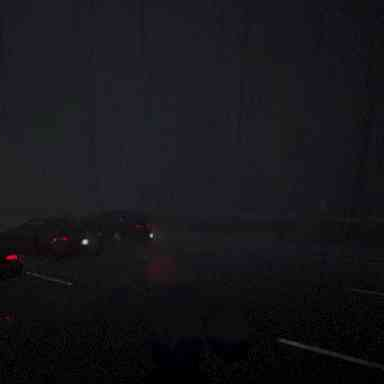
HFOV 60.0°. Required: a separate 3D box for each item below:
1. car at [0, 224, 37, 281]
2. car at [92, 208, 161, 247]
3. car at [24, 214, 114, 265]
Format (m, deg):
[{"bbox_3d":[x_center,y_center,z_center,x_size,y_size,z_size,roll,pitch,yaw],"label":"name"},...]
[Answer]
[{"bbox_3d":[-6.495,1.557,8.604,5.357,1.411,2.033,0,0,36],"label":"car"},{"bbox_3d":[-3.630,1.514,15.160,4.892,1.490,1.837,1,1,36],"label":"car"},{"bbox_3d":[-5.072,1.573,11.887,4.181,1.385,1.994,0,0,36],"label":"car"}]
